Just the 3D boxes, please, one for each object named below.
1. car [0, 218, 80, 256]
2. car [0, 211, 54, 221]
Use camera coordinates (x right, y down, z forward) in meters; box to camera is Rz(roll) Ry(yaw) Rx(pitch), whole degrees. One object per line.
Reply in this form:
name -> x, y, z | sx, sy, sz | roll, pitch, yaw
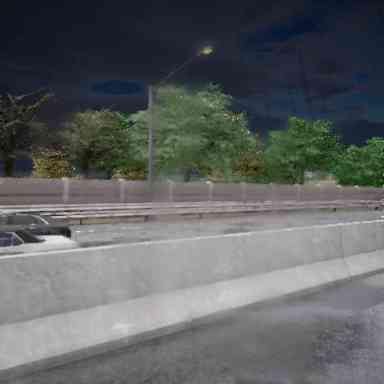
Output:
car -> -5.536, 1.585, 8.648 | 4.718, 1.301, 1.895 | 0, 0, -35
car -> -6.899, 1.486, 11.970 | 4.892, 1.490, 1.837 | 0, 0, -35
